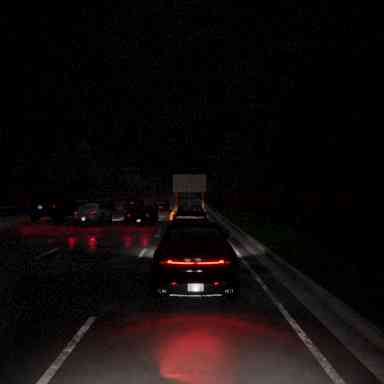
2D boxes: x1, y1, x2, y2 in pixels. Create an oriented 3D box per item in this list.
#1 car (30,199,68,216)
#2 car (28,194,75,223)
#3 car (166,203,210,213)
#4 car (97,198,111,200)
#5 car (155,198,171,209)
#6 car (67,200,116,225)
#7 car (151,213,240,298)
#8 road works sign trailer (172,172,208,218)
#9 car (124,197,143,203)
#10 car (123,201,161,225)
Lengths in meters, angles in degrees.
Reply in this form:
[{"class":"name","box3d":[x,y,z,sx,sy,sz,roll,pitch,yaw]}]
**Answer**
[{"class":"car","box3d":[-14.147,1.525,33.196,1.812,1.442,4.674,0,0,-1]},{"class":"car","box3d":[-10.587,1.214,25.848,2.150,2.045,5.566,0,-1,0]},{"class":"car","box3d":[-0.052,1.488,18.912,2.128,1.511,4.902,0,0,1]},{"class":"car","box3d":[-10.709,1.478,40.828,1.882,1.535,5.008,0,0,0]},{"class":"car","box3d":[-3.709,1.489,41.016,2.128,1.511,4.902,0,0,0]},{"class":"car","box3d":[-7.069,1.526,23.882,1.812,1.442,4.674,0,0,-1]},{"class":"car","box3d":[0.052,1.505,8.525,1.837,1.490,4.892,0,0,0]},{"class":"road works sign trailer","box3d":[-0.174,0.464,22.782,2.380,3.560,2.880,0,0,-3]},{"class":"car","box3d":[-7.167,1.352,41.174,2.097,1.767,4.553,0,0,-3]},{"class":"car","box3d":[-3.572,1.601,24.260,1.895,1.301,4.718,0,0,0]}]
